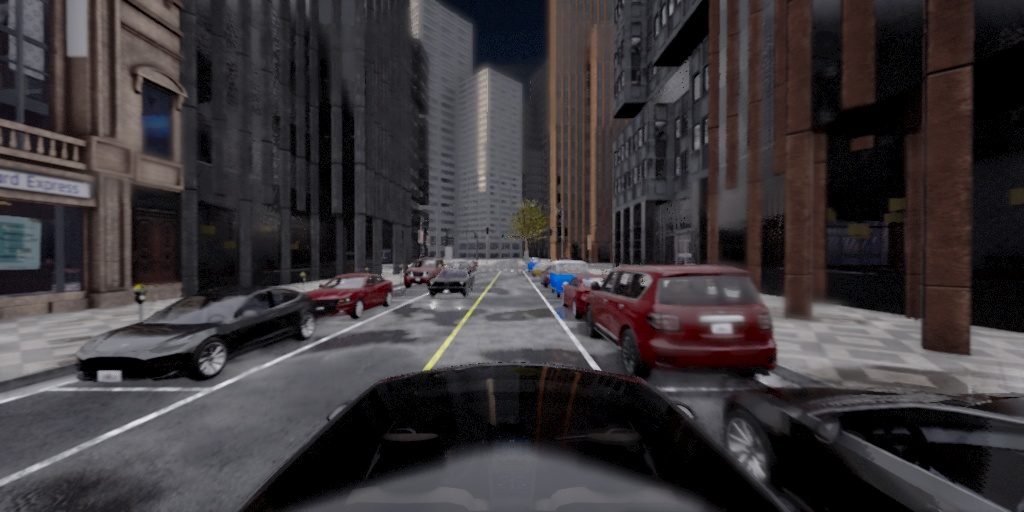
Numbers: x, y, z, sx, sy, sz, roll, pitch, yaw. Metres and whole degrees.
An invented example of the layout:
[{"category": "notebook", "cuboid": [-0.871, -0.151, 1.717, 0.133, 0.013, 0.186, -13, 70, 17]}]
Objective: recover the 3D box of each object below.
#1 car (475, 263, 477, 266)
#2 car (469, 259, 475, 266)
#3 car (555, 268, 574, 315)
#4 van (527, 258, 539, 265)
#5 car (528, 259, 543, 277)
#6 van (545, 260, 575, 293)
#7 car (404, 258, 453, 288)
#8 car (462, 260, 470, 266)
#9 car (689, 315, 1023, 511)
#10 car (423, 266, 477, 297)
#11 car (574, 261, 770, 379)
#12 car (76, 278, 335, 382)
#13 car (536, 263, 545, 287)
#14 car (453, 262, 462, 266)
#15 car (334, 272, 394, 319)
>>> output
[{"category": "car", "cuboid": [-5.669, 1.231, 46.606, 1.967, 1.591, 4.097, 0, 0, 0]}, {"category": "car", "cuboid": [-5.669, 1.353, 40.982, 1.948, 1.339, 4.313, 0, 0, 0]}, {"category": "car", "cuboid": [2.856, 1.308, 12.859, 1.888, 1.381, 4.507, 0, 0, 0]}, {"category": "van", "cuboid": [2.856, 1.132, 46.606, 1.690, 1.789, 3.998, 0, 0, 0]}, {"category": "car", "cuboid": [2.857, 1.308, 35.527, 1.751, 1.417, 4.829, 0, 0, 0]}, {"category": "van", "cuboid": [2.857, 1.109, 18.484, 1.690, 1.789, 3.998, 0, 0, 0]}, {"category": "car", "cuboid": [-5.669, 1.089, 24.107, 2.192, 1.841, 5.009, 0, 0, 0]}, {"category": "car", "cuboid": [-5.669, 1.334, 35.356, 2.007, 1.370, 4.403, 0, 0, 0]}, {"category": "car", "cuboid": [2.857, 1.315, 1.610, 1.948, 1.339, 4.313, 0, 0, 0]}, {"category": "car", "cuboid": [-3.099, 1.370, 19.187, 1.895, 1.301, 4.718, 0, 0, 0]}, {"category": "car", "cuboid": [2.856, 1.071, 7.235, 2.192, 1.841, 5.009, 0, 0, 0]}, {"category": "car", "cuboid": [-5.669, 1.322, 7.232, 1.948, 1.339, 4.313, 0, 0, 0]}, {"category": "car", "cuboid": [2.857, 1.356, 24.108, 1.802, 1.307, 4.207, 0, 0, 0]}, {"category": "car", "cuboid": [-5.669, 1.324, 29.731, 1.888, 1.381, 4.507, 0, 0, 0]}, {"category": "car", "cuboid": [-5.669, 1.308, 12.857, 1.888, 1.381, 4.507, 0, 0, 0]}]
